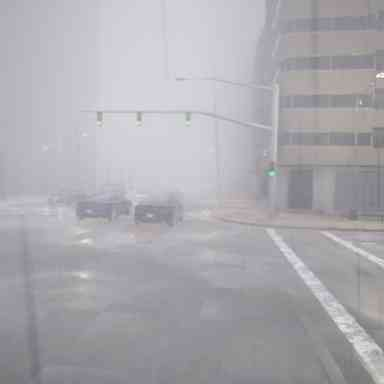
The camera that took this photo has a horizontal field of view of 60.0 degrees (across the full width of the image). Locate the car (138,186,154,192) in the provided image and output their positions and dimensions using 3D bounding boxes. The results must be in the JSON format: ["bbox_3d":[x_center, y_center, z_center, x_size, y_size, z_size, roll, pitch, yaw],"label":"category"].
[{"bbox_3d":[-7.607,-0.293,55.211,2.033,1.411,5.357,1,2,8],"label":"car"}]

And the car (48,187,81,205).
[{"bbox_3d":[-10.906,0.348,29.656,2.128,1.511,4.902,1,2,7],"label":"car"}]

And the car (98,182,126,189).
[{"bbox_3d":[-9.578,-0.206,39.990,2.150,2.045,5.566,1,2,8],"label":"car"}]

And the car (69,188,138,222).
[{"bbox_3d":[-4.953,0.771,19.440,1.882,1.535,5.008,1,2,7],"label":"car"}]

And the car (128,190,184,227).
[{"bbox_3d":[-1.619,0.890,17.906,1.882,1.535,5.008,1,2,7],"label":"car"}]
